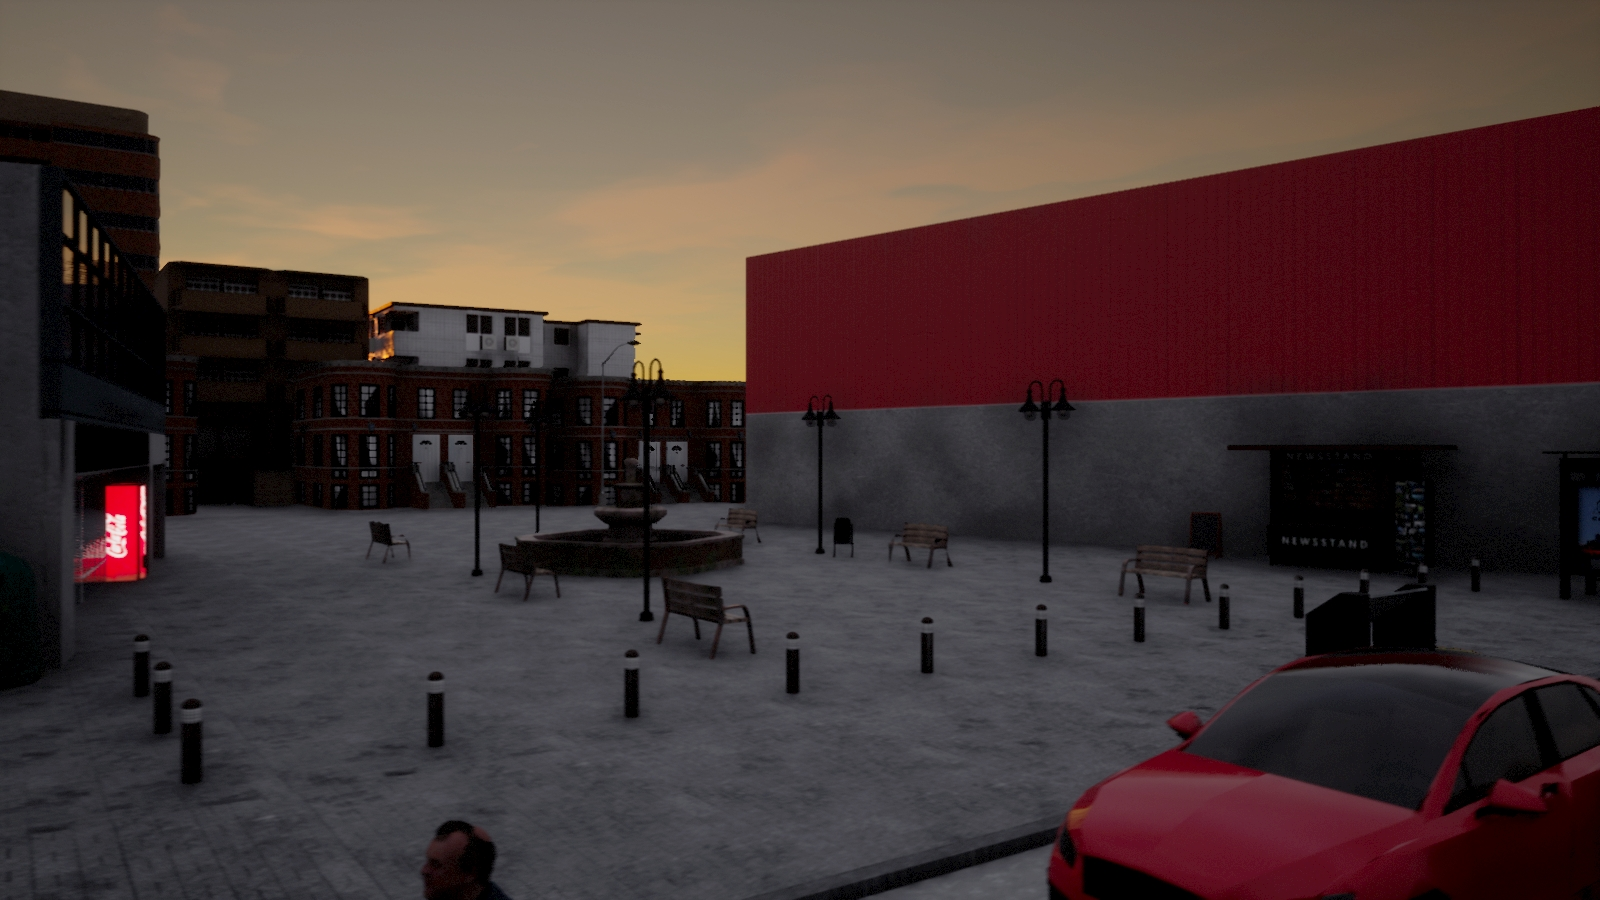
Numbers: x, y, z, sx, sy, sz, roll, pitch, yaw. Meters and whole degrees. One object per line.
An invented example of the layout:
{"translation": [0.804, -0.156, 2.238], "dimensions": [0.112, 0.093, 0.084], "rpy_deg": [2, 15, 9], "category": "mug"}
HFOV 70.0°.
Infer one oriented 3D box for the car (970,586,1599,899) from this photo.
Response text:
{"translation": [3.604, 1.841, 6.940], "dimensions": [4.892, 1.480, 2.231], "rpy_deg": [0, 0, -35], "category": "car"}
